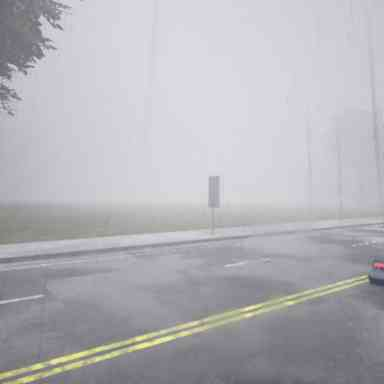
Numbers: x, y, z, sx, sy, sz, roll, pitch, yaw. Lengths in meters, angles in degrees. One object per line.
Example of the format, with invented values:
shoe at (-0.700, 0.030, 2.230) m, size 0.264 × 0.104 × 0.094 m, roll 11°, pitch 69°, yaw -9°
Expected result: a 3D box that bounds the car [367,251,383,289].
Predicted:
car at (6.289, 1.614, 7.924) m, size 5.357 × 1.411 × 2.033 m, roll 1°, pitch 0°, yaw -35°
